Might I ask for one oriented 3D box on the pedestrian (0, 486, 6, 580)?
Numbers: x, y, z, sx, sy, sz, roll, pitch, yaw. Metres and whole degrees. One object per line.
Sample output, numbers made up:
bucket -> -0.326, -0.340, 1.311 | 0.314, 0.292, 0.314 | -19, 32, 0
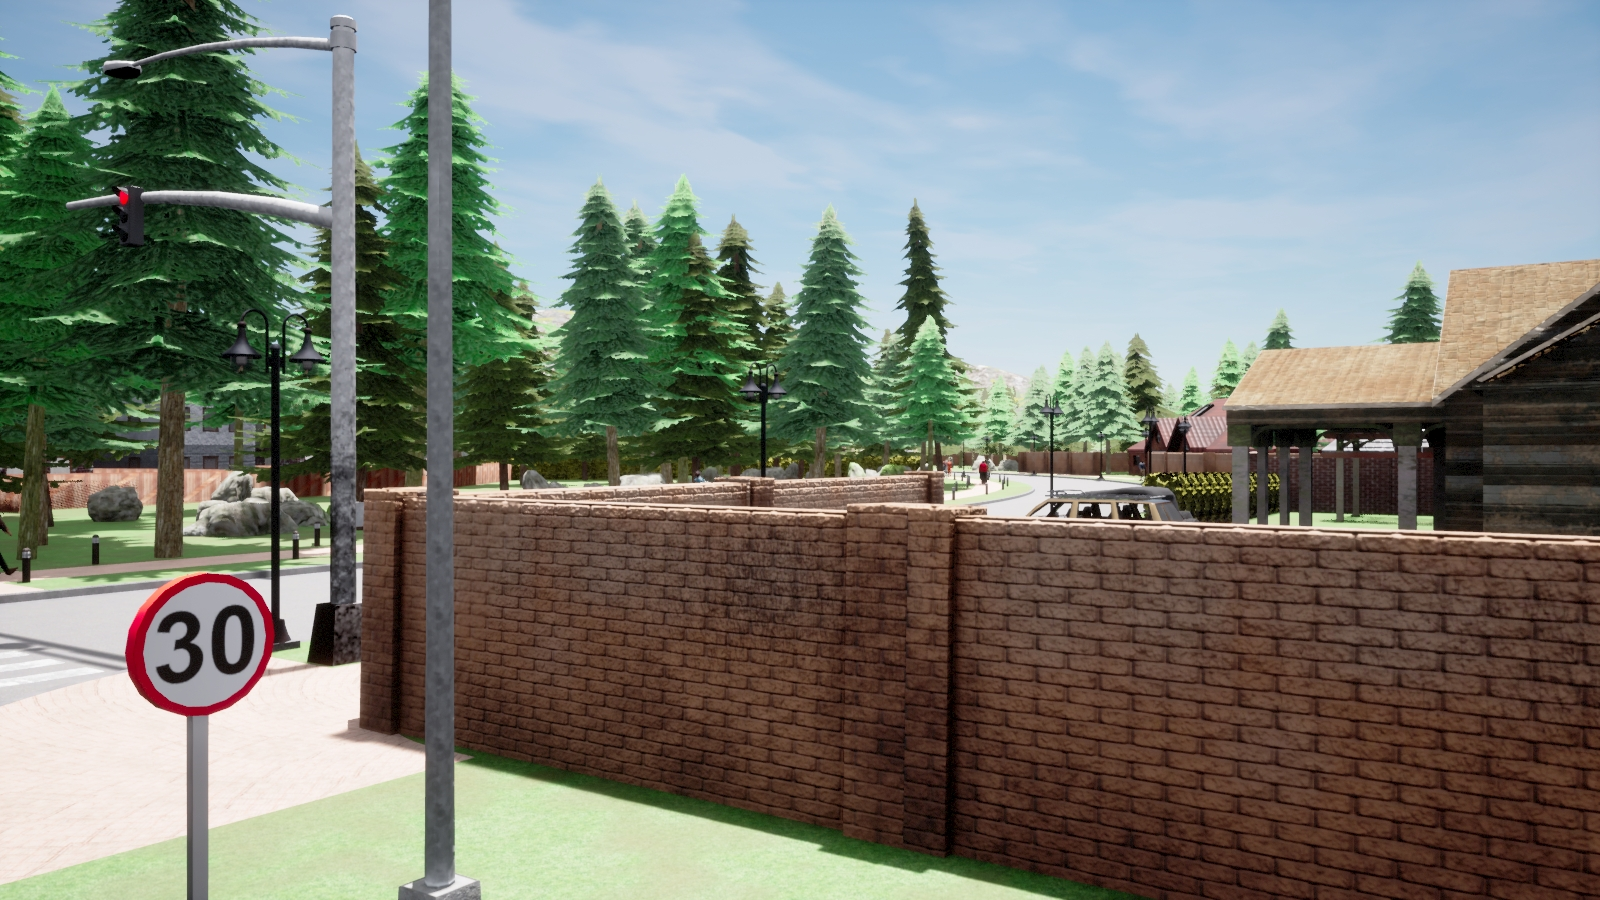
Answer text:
pedestrian -> -16.114, 1.647, 22.715 | 0.375, 1.860, 0.375 | 0, 0, 17

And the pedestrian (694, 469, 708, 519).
pedestrian -> -3.748, 1.646, 43.068 | 0.375, 1.860, 0.375 | 0, 0, 34
